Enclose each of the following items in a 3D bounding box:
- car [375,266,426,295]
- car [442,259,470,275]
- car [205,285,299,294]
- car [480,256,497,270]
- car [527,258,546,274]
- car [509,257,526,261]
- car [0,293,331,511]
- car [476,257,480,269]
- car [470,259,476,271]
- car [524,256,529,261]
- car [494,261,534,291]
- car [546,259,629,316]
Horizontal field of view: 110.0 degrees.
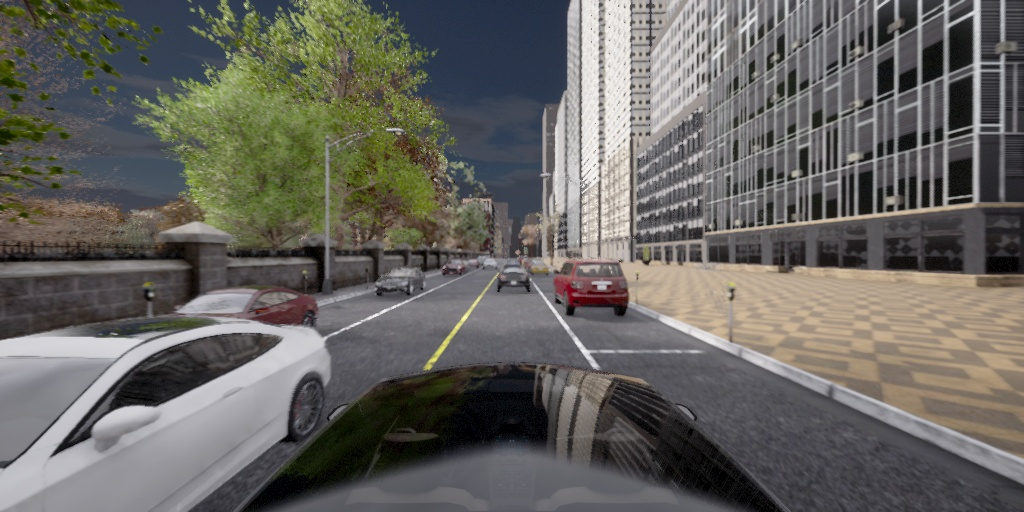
[{"bbox_3d":[-5.686,1.233,18.754,2.007,1.370,4.403,0,0,0],"label":"car"},{"bbox_3d":[-5.680,1.056,35.649,1.967,1.591,4.097,0,0,0],"label":"car"},{"bbox_3d":[-5.689,1.309,7.488,1.802,1.307,4.207,0,0,0],"label":"car"},{"bbox_3d":[-2.986,1.102,49.534,1.812,1.442,4.674,0,0,0],"label":"car"},{"bbox_3d":[2.701,1.142,35.817,1.751,1.417,4.829,0,0,0],"label":"car"},{"bbox_3d":[0.104,1.157,37.463,2.033,1.411,5.357,0,0,0],"label":"car"},{"bbox_3d":[-3.100,1.272,2.602,1.812,1.442,4.674,0,0,0],"label":"car"},{"bbox_3d":[-5.674,1.147,52.544,1.802,1.307,4.207,0,0,0],"label":"car"},{"bbox_3d":[-5.678,1.147,41.280,2.007,1.370,4.403,0,0,0],"label":"car"},{"bbox_3d":[2.703,1.037,41.278,1.967,1.591,4.097,0,0,0],"label":"car"},{"bbox_3d":[0.096,1.199,20.885,1.812,1.442,4.674,0,0,0],"label":"car"},{"bbox_3d":[2.693,1.019,13.117,2.192,1.841,5.009,0,0,0],"label":"car"}]
